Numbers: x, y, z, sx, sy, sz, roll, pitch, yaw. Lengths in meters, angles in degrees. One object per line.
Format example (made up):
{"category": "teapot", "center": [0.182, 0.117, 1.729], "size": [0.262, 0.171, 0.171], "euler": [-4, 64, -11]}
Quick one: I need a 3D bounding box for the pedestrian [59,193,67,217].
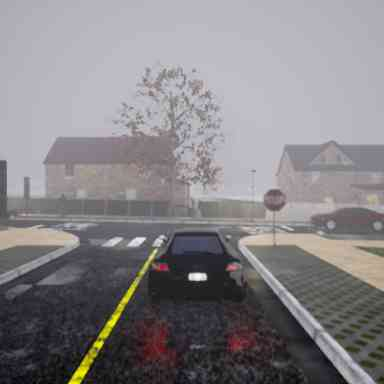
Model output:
{"category": "pedestrian", "center": [-9.704, 0.954, 25.016], "size": [0.375, 1.860, 0.375], "euler": [0, -1, 0]}

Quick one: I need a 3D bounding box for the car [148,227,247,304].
{"category": "car", "center": [0.087, 1.542, 8.170], "size": [1.994, 1.385, 4.181], "euler": [0, 0, -1]}

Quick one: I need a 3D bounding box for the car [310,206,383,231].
{"category": "car", "center": [10.452, 1.711, 22.193], "size": [5.008, 1.535, 1.882], "euler": [1, 0, -2]}

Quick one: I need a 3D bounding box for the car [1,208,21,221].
{"category": "car", "center": [-14.236, 1.314, 22.228], "size": [4.718, 1.301, 1.895], "euler": [1, 0, -2]}
